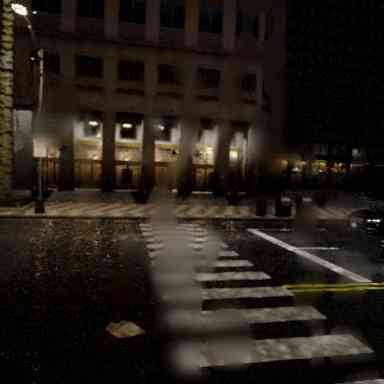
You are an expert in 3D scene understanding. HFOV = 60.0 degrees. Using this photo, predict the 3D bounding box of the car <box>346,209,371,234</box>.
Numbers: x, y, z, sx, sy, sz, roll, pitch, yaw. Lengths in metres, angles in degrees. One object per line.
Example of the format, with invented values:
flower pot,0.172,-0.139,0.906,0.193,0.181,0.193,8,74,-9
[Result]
car,8.687,1.068,13.367,4.902,1.511,2.128,2,3,-12

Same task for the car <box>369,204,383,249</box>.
car,8.049,1.258,9.678,4.892,1.490,1.837,2,3,-11
